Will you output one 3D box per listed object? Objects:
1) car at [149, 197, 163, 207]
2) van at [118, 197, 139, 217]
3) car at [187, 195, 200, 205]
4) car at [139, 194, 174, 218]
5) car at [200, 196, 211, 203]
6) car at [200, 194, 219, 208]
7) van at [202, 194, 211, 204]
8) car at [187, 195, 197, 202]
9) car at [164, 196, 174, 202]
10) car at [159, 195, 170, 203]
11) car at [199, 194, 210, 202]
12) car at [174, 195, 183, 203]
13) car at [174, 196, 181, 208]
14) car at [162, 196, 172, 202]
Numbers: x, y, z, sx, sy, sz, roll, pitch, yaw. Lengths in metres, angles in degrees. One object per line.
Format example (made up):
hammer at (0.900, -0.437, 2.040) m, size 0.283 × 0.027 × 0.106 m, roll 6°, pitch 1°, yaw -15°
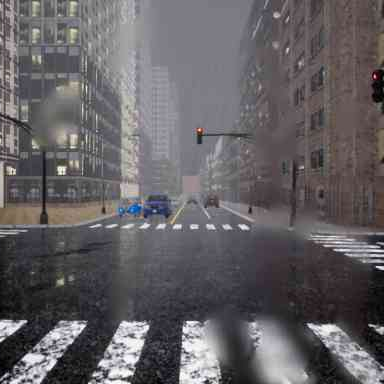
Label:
car at (-5.637, 1.542, 52.643) m, size 1.752 × 1.417 × 4.829 m, roll 0°, pitch 0°, yaw 0°
van at (-5.660, 1.347, 30.609) m, size 1.690 × 1.788 × 3.998 m, roll 0°, pitch 0°, yaw 0°
car at (0.065, 1.623, 60.129) m, size 1.895 × 1.301 × 4.718 m, roll 0°, pitch 0°, yaw 0°
car at (-3.077, 1.224, 30.275) m, size 2.150 × 2.045 × 5.566 m, roll 0°, pitch 0°, yaw 0°
car at (2.761, 1.579, 69.458) m, size 2.008 × 1.369 × 4.403 m, roll 0°, pitch 0°, yaw 0°
car at (2.737, 1.329, 47.255) m, size 2.192 × 1.841 × 5.009 m, roll 0°, pitch 0°, yaw 0°
van at (2.754, 1.366, 63.908) m, size 1.690 × 1.788 × 3.998 m, roll 0°, pitch 0°, yaw 0°
car at (0.074, 1.419, 70.105) m, size 2.033 × 1.411 × 5.357 m, roll 0°, pitch 0°, yaw 0°
car at (-5.609, 1.589, 80.568) m, size 2.008 × 1.369 × 4.403 m, roll 0°, pitch 0°, yaw 0°
car at (-5.620, 1.469, 69.466) m, size 1.967 × 1.590 × 4.097 m, roll 0°, pitch 0°, yaw 0°
car at (2.765, 1.348, 75.009) m, size 2.192 × 1.841 × 5.009 m, roll 0°, pitch 0°, yaw 0°
car at (-2.934, 1.354, 63.860) m, size 1.812 × 1.442 × 4.674 m, roll 0°, pitch 0°, yaw 0°
car at (-3.041, 1.616, 48.093) m, size 1.895 × 1.301 × 4.718 m, roll 0°, pitch 0°, yaw 0°
car at (-5.615, 1.559, 74.847) m, size 1.752 × 1.417 × 4.829 m, roll 0°, pitch 0°, yaw 0°
